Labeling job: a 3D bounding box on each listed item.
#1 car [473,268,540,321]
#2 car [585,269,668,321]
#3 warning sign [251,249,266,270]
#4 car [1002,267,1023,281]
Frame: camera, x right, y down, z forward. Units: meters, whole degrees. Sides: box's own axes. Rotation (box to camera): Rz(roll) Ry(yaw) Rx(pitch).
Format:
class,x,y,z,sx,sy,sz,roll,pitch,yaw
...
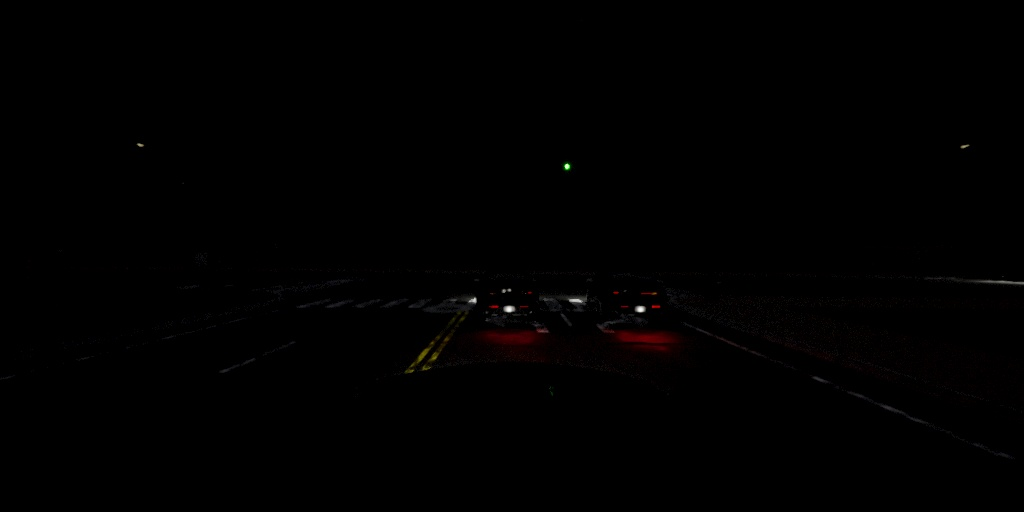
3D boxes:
class,x,y,z,sx,sy,sz,roll,pitch,yaw
car,-0.216,1.151,12.010,1.837,1.490,4.892,0,1,-3
car,3.658,1.152,11.994,1.837,1.490,4.892,0,1,5
warning sign,-23.475,0.281,32.992,1.060,1.860,1.300,0,0,1
car,42.147,1.397,28.569,4.181,1.385,1.994,1,1,2
